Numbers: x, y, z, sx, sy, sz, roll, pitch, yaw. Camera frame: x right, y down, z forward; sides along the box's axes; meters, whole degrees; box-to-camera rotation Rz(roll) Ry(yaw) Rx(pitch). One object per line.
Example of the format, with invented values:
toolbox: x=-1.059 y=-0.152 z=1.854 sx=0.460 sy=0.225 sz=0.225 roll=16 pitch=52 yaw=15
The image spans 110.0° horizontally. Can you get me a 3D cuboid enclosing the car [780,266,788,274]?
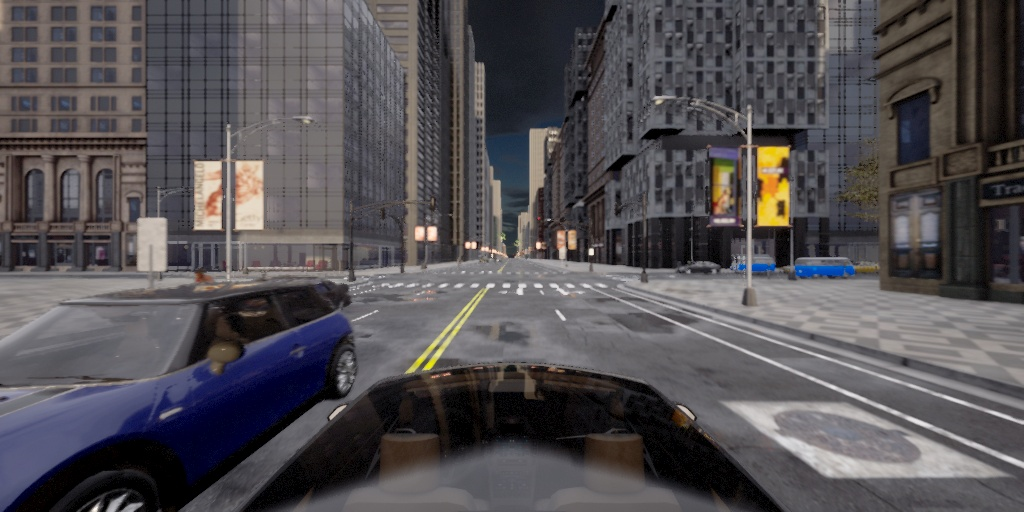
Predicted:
car: x=30.198 y=1.184 z=36.926 sx=4.829 sy=1.417 sz=1.751 roll=0 pitch=0 yaw=0

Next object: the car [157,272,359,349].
car: x=-6.580 y=1.290 z=10.361 sx=2.033 sy=1.411 sz=5.357 roll=0 pitch=0 yaw=0

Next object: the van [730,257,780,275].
van: x=24.750 y=1.010 z=36.950 sx=3.998 sy=1.789 sz=1.690 roll=0 pitch=0 yaw=0

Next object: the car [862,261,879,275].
car: x=35.816 y=1.173 z=36.901 sx=4.829 sy=1.417 sz=1.751 roll=0 pitch=0 yaw=0

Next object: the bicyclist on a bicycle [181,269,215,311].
bicyclist on a bicycle: x=-8.716 y=1.195 z=10.166 sx=0.582 sy=1.620 sz=1.656 roll=0 pitch=0 yaw=0

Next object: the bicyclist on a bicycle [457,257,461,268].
bicyclist on a bicycle: x=-8.751 y=1.087 z=59.312 sx=0.659 sy=1.776 sz=1.843 roll=0 pitch=0 yaw=0

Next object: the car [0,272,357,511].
car: x=-3.345 y=1.100 z=3.408 sx=2.097 sy=1.767 sz=4.553 roll=0 pitch=0 yaw=0

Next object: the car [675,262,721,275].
car: x=19.131 y=1.231 z=36.974 sx=4.403 sy=1.370 sz=2.007 roll=0 pitch=0 yaw=0

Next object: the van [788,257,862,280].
van: x=24.714 y=1.008 z=28.425 sx=3.998 sy=1.789 sz=1.690 roll=0 pitch=0 yaw=0
